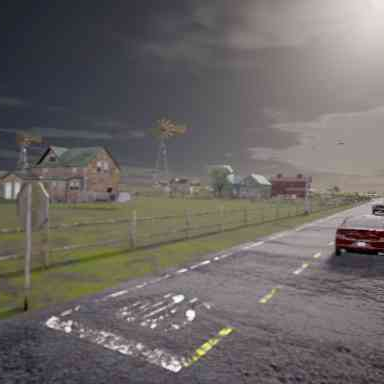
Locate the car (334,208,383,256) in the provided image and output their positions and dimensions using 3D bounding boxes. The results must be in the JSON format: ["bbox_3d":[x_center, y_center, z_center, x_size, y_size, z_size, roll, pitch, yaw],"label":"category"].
[{"bbox_3d":[7.014,1.650,13.422,1.882,1.535,5.008,2,0,30],"label":"car"}]

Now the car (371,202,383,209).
[{"bbox_3d":[23.714,2.080,41.815,1.837,1.490,4.892,2,1,30],"label":"car"}]
